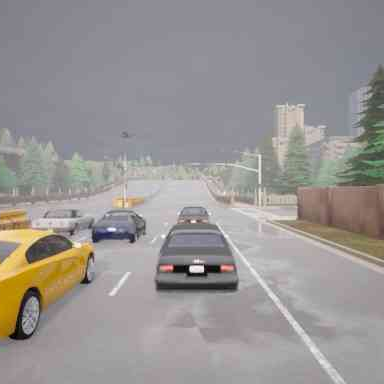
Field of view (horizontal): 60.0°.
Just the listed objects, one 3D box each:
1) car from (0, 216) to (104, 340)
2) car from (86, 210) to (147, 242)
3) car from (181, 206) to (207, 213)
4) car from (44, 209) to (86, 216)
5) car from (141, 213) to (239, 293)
[{"bbox_3d":[-3.409,1.478,6.553,1.882,1.535,5.008,0,0,0],"label":"car"},{"bbox_3d":[-3.426,1.564,16.257,1.994,1.385,4.181,0,0,0],"label":"car"},{"bbox_3d":[0.126,1.548,19.469,2.033,1.411,5.357,0,0,1],"label":"car"},{"bbox_3d":[-6.925,1.601,18.539,1.895,1.301,4.718,0,0,0],"label":"car"},{"bbox_3d":[0.089,1.548,9.000,2.033,1.411,5.357,0,0,0],"label":"car"}]
